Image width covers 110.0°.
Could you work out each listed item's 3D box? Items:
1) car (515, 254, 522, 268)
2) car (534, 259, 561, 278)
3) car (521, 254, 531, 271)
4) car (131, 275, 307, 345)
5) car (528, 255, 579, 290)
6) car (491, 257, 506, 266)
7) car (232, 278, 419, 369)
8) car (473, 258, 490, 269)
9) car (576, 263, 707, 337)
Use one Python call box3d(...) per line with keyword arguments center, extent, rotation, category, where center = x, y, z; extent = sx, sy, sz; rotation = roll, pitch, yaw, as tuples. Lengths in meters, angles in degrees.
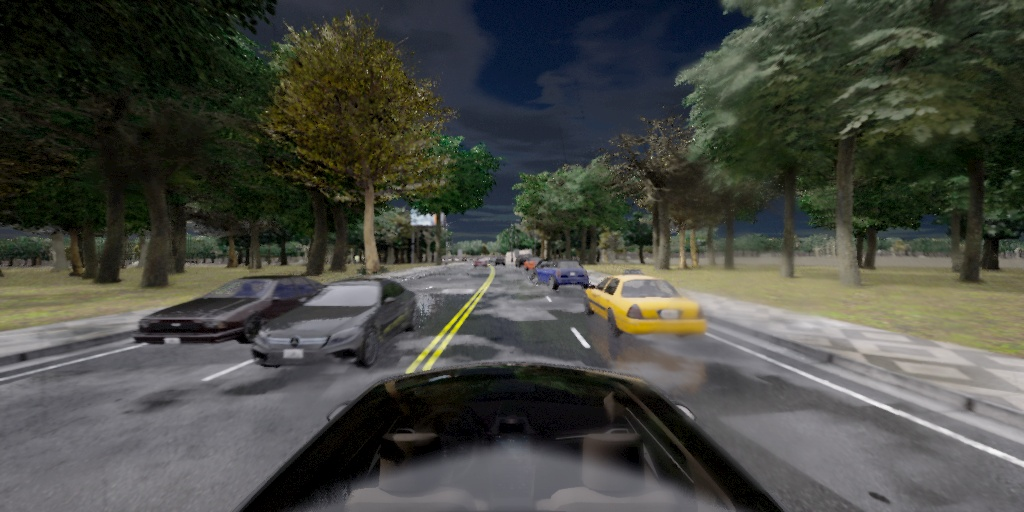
box3d(center=(1.838, 0.725, 54.137), extent=(2.150, 2.045, 5.566), rotation=(0, 0, -7), category="car")
box3d(center=(3.064, 1.072, 31.908), extent=(1.837, 1.490, 4.892), rotation=(0, 0, -2), category="car")
box3d(center=(2.620, 0.879, 42.986), extent=(2.097, 1.767, 4.553), rotation=(0, 0, -3), category="car")
box3d(center=(-6.599, 1.244, 9.623), extent=(2.033, 1.411, 5.357), rotation=(0, 0, 0), category="car")
box3d(center=(2.794, 0.976, 21.535), extent=(2.097, 1.767, 4.553), rotation=(0, 0, -14), category="car")
box3d(center=(-2.187, 1.008, 63.972), extent=(1.837, 1.490, 4.892), rotation=(0, 0, -6), category="car")
box3d(center=(-3.362, 1.234, 7.853), extent=(1.812, 1.442, 4.674), rotation=(0, 0, 0), category="car")
box3d(center=(-4.543, 1.041, 52.130), extent=(1.812, 1.442, 4.674), rotation=(0, 0, -4), category="car")
box3d(center=(3.251, 1.151, 9.956), extent=(1.801, 1.575, 5.366), rotation=(0, 0, 0), category="car")
